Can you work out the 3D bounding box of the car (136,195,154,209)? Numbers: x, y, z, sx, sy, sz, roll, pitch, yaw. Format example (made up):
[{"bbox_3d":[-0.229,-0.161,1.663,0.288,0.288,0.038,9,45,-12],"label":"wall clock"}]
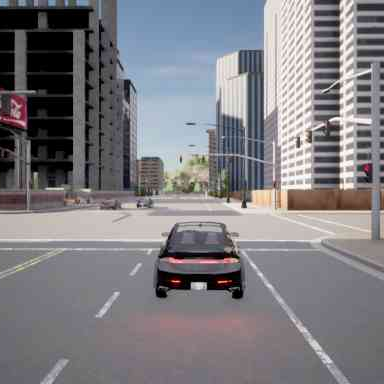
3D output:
[{"bbox_3d":[-6.447,1.493,45.904,2.128,1.511,4.902,0,0,1],"label":"car"}]

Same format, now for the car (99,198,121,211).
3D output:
[{"bbox_3d":[-10.022,1.525,41.144,1.812,1.442,4.674,0,0,1],"label":"car"}]

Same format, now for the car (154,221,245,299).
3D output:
[{"bbox_3d":[0.205,1.492,8.460,2.128,1.511,4.902,0,0,2],"label":"car"}]
